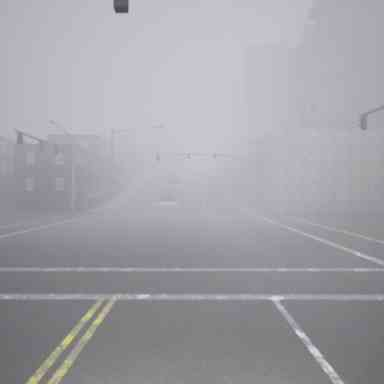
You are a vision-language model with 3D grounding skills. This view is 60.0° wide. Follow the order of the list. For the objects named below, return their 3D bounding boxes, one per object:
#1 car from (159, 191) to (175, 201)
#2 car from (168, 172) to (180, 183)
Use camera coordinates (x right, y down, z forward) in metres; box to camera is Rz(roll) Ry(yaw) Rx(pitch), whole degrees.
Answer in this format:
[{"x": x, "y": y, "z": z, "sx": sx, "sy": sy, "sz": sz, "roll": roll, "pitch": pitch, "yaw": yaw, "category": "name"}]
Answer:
[{"x": -3.584, "y": 0.509, "z": 48.525, "sx": 1.994, "sy": 1.385, "sz": 4.181, "roll": 0, "pitch": 7, "yaw": 0, "category": "car"}, {"x": -3.524, "y": -2.819, "z": 64.956, "sx": 2.097, "sy": 1.767, "sz": 4.553, "roll": 0, "pitch": 12, "yaw": 0, "category": "car"}]
